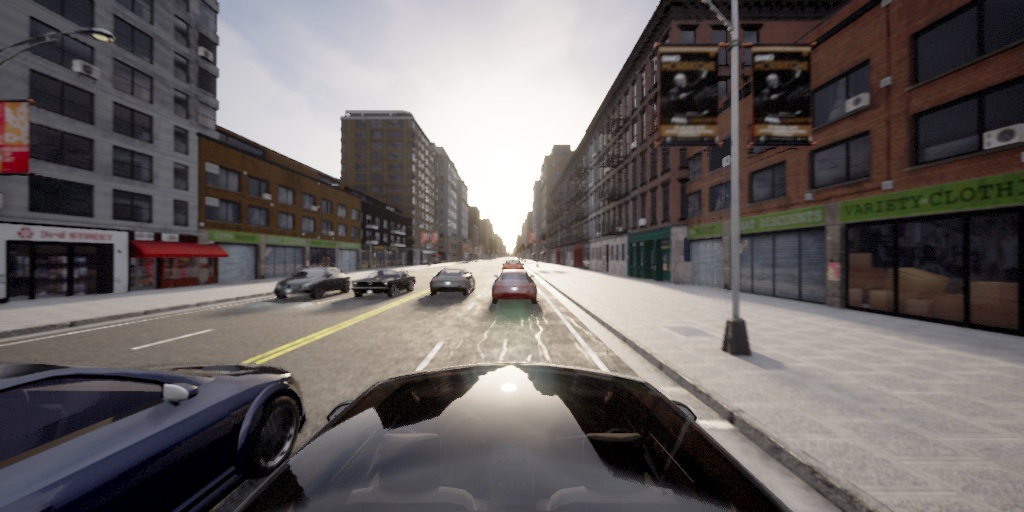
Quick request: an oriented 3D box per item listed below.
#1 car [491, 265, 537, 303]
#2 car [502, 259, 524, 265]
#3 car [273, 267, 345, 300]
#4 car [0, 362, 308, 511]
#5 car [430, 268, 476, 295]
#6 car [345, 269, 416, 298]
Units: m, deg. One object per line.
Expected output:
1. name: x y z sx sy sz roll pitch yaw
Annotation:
1. car: 0.102 1.313 16.624 1.994 1.385 4.181 0 0 0
2. car: 0.099 1.108 34.421 2.097 1.767 4.553 0 0 0
3. car: -9.769 1.275 18.032 1.812 1.442 4.674 0 0 1
4. car: -3.147 1.314 2.073 1.994 1.385 4.181 0 0 0
5. car: -3.149 1.314 19.604 1.994 1.385 4.181 0 0 0
6. car: -6.510 1.351 18.667 1.895 1.301 4.718 0 0 0
